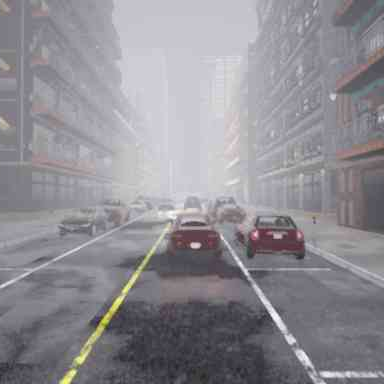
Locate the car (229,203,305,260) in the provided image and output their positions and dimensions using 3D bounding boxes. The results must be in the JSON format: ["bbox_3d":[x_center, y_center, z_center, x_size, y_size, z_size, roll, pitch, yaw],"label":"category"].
[{"bbox_3d":[2.705,1.422,12.407,1.967,1.590,4.097,1,0,0],"label":"car"}]

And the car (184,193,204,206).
[{"bbox_3d":[0.095,1.283,42.646,2.097,1.767,4.553,0,0,0],"label":"car"}]

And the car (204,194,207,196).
[{"bbox_3d":[2.699,1.451,45.820,1.752,1.417,4.829,1,0,0],"label":"car"}]

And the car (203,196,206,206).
[{"bbox_3d":[2.699,1.486,40.110,2.008,1.369,4.403,1,0,0],"label":"car"}]

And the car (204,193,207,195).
[{"bbox_3d":[2.697,1.440,62.272,1.887,1.381,4.507,1,0,0],"label":"car"}]

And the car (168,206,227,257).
[{"bbox_3d":[0.072,1.506,12.805,1.812,1.442,4.674,0,0,-1],"label":"car"}]

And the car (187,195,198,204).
[{"bbox_3d":[0.093,1.372,62.906,1.882,1.535,5.008,0,0,0],"label":"car"}]

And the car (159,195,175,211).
[{"bbox_3d":[-3.005,1.483,40.513,2.033,1.411,5.357,0,0,0],"label":"car"}]

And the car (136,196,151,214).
[{"bbox_3d":[-5.680,1.470,34.346,1.752,1.417,4.829,1,0,0],"label":"car"}]

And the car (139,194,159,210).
[{"bbox_3d":[-5.676,1.250,40.056,2.192,1.841,5.009,1,0,0],"label":"car"}]

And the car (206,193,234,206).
[{"bbox_3d":[2.705,1.269,29.028,2.192,1.841,5.009,1,0,0],"label":"car"}]

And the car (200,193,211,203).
[{"bbox_3d":[2.701,1.200,67.812,2.192,1.841,5.009,1,0,0],"label":"car"}]

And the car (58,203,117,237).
[{"bbox_3d":[-5.679,1.524,17.895,2.008,1.369,4.403,1,0,0],"label":"car"}]

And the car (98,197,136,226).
[{"bbox_3d":[-5.675,1.279,23.435,2.192,1.841,5.009,1,0,0],"label":"car"}]

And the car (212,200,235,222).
[{"bbox_3d":[2.702,1.509,23.489,1.887,1.381,4.507,1,0,0],"label":"car"}]

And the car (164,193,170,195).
[{"bbox_3d":[-5.680,1.189,73.299,2.192,1.841,5.009,1,0,0],"label":"car"}]
